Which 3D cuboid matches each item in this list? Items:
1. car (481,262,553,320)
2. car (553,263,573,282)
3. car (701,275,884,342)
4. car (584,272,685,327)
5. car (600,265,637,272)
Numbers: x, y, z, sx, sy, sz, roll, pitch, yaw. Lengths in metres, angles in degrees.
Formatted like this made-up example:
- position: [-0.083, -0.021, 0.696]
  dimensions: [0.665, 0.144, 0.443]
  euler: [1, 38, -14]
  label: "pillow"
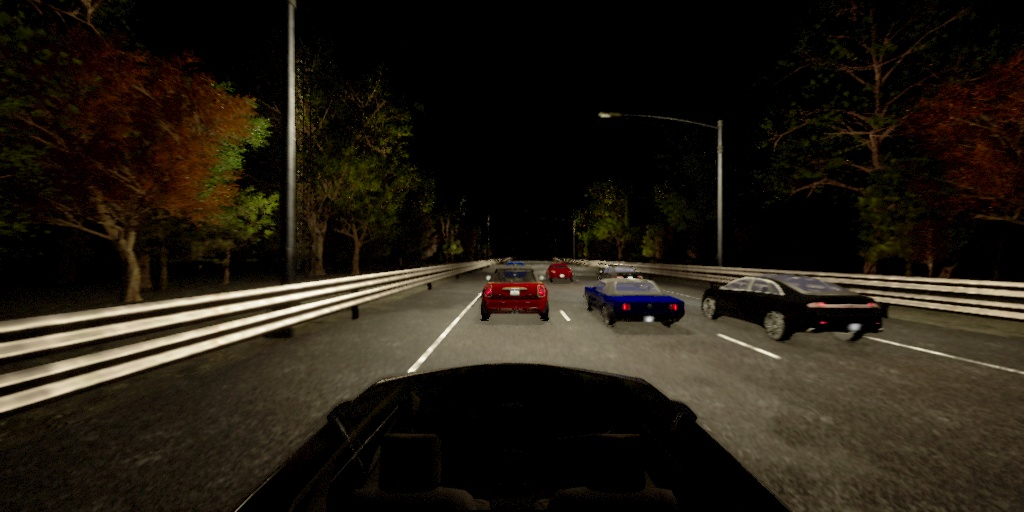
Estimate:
- position: [0.109, 1.111, 12.739]
  dimensions: [2.097, 1.767, 4.553]
  euler: [0, 0, 1]
  label: "car"
- position: [3.770, 1.298, 28.982]
  dimensions: [1.812, 1.442, 4.674]
  euler: [0, 0, 1]
  label: "car"
- position: [7.073, 1.250, 9.800]
  dimensions: [2.128, 1.511, 4.902]
  euler: [0, 0, 1]
  label: "car"
- position: [3.595, 1.361, 11.556]
  dimensions: [1.895, 1.301, 4.718]
  euler: [0, 0, 1]
  label: "car"
- position: [7.177, 1.317, 24.225]
  dimensions: [2.033, 1.411, 5.357]
  euler: [0, 0, 1]
  label: "car"
